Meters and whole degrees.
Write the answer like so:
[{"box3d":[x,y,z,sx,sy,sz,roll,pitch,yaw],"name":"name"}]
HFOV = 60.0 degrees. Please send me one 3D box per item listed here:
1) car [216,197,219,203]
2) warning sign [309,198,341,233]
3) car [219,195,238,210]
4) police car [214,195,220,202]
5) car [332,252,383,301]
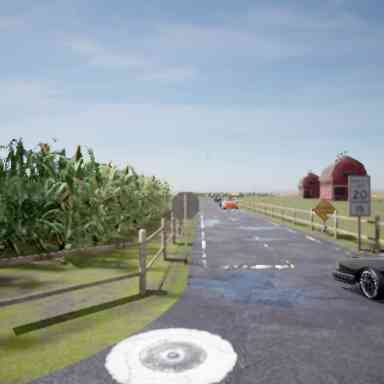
[{"box3d":[5.943,2.009,60.268,1.994,1.385,4.181,0,0,2],"name":"car"},{"box3d":[7.186,1.248,18.050,1.300,1.860,1.060,0,0,2],"name":"warning sign"},{"box3d":[5.691,1.729,50.444,2.097,1.767,4.553,0,0,1],"name":"car"},{"box3d":[7.407,2.063,88.175,1.930,1.638,5.238,0,0,2],"name":"police car"},{"box3d":[5.387,1.598,6.090,2.033,1.411,5.357,0,0,-31],"name":"car"}]
